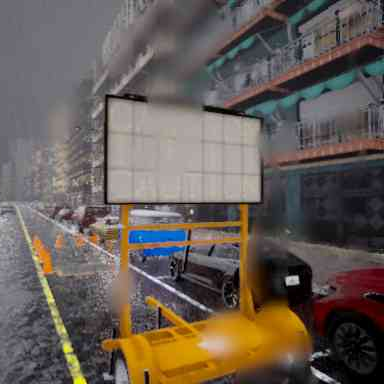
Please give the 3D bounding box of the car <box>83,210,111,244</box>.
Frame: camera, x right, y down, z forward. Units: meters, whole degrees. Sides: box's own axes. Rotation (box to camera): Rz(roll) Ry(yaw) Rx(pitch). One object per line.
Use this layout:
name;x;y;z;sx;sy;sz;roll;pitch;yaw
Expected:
car;-4.500;1.930;18.289;1.752;1.417;4.829;2;-2;-28

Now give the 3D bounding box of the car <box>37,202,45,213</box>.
car;-23.210;2.668;53.213;1.752;1.417;4.829;2;-2;-28

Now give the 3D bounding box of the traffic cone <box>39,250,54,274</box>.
traffic cone;-4.445;2.180;10.250;0.340;0.580;0.340;1;-1;-28

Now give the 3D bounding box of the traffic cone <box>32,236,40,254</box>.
traffic cone;-6.334;2.254;13.775;0.340;0.580;0.340;1;-1;-28

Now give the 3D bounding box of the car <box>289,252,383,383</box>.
car;3.601;1.401;3.177;2.192;1.841;5.009;2;-2;-28

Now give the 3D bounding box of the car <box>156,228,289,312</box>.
car;0.926;1.757;8.159;1.947;1.339;4.313;2;-2;-28

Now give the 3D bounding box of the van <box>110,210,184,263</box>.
van;-1.745;1.637;13.155;1.690;1.788;3.998;2;-2;-28

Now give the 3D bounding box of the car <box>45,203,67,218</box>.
car;-15.108;2.137;38.102;2.192;1.841;5.009;2;-2;-28

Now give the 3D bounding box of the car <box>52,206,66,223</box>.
car;-12.439;2.298;33.105;1.802;1.307;4.206;2;-2;-28

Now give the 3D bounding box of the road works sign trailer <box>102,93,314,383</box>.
road works sign trailer;-0.106;0.574;4.666;2.380;3.560;2.880;1;-1;-28

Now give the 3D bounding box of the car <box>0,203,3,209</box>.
car;-43.156;3.108;73.758;2.008;1.369;4.403;2;-2;-28

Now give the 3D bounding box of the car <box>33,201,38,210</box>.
car;-28.475;2.902;63.041;2.008;1.369;4.403;2;-2;-28

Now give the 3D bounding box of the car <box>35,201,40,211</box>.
car;-25.883;2.774;58.203;1.752;1.417;4.829;2;-2;-28

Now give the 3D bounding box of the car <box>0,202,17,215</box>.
car;-26.060;2.548;47.260;2.033;1.411;5.357;1;-1;-28

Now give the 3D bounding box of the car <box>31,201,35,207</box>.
car;-31.147;2.897;68.033;1.967;1.590;4.097;2;-2;-28

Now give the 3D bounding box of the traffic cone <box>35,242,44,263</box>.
traffic cone;-5.390;2.217;12.013;0.340;0.580;0.340;1;-1;-28

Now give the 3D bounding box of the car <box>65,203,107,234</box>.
car;-7.090;1.821;23.134;2.192;1.841;5.009;2;-2;-28
